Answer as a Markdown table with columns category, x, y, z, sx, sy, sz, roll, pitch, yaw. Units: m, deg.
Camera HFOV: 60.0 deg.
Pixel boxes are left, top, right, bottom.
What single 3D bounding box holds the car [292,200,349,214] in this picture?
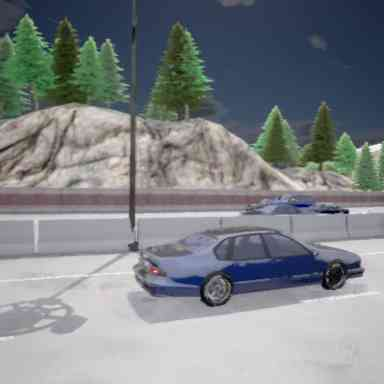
| category | x | y | z | sx | sy | sz | roll | pitch | yaw |
| --- | --- | --- | --- | --- | --- | --- | --- | --- | --- |
| car | 10.809 | 1.581 | 27.810 | 4.718 | 1.301 | 1.895 | 0 | 0 | -27 |

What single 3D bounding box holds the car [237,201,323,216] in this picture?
| category | x | y | z | sx | sy | sz | roll | pitch | yaw |
| --- | --- | --- | --- | --- | --- | --- | --- | --- | --- |
| car | 5.485 | 1.501 | 21.436 | 5.357 | 1.411 | 2.033 | 1 | 0 | -24 |

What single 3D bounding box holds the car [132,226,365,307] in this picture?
| category | x | y | z | sx | sy | sz | roll | pitch | yaw |
| --- | --- | --- | --- | --- | --- | --- | --- | --- | --- |
| car | 1.379 | 1.521 | 7.706 | 5.357 | 1.411 | 2.033 | 1 | 0 | -23 |

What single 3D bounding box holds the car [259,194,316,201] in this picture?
| category | x | y | z | sx | sy | sz | roll | pitch | yaw |
| --- | --- | --- | --- | --- | --- | --- | --- | --- | --- |
| car | 9.192 | 1.167 | 30.907 | 5.566 | 2.045 | 2.150 | 0 | 1 | -27 |

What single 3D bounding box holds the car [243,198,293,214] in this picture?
| category | x | y | z | sx | sy | sz | roll | pitch | yaw |
| --- | --- | --- | --- | --- | --- | --- | --- | --- | --- |
| car | 7.816 | 1.423 | 34.149 | 4.892 | 1.490 | 1.837 | 0 | 0 | -27 |
